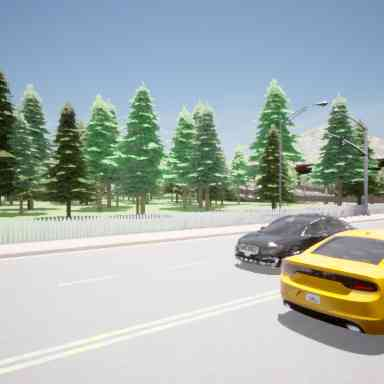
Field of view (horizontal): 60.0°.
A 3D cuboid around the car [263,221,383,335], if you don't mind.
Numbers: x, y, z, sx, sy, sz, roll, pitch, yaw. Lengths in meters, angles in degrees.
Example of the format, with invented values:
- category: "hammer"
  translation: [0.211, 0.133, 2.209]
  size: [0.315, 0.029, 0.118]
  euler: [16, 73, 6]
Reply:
- category: "car"
  translation: [3.878, 1.478, 6.519]
  size: [5.008, 1.535, 1.882]
  euler: [0, 0, -35]

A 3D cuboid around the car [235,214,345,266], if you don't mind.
- category: "car"
  translation: [3.545, 1.505, 10.799]
  size: [4.892, 1.490, 1.837]
  euler: [0, 0, -35]
